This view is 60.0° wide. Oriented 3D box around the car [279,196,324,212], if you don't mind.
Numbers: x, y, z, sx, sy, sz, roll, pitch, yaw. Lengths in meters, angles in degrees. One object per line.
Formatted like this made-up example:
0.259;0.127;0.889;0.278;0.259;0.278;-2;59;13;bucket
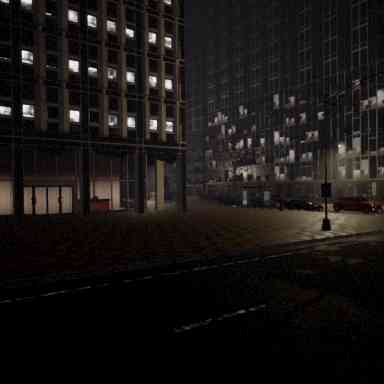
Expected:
12.138;1.423;36.220;1.947;1.339;4.313;0;1;-34;car

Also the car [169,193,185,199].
-3.357;0.935;73.838;1.802;1.307;4.206;0;1;-34;car

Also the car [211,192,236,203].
5.450;1.175;50.776;1.837;1.490;4.892;-1;1;-34;car

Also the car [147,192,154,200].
-10.267;1.039;69.097;2.008;1.369;4.403;0;1;-34;car

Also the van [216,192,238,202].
6.290;0.854;59.776;1.690;1.788;3.998;0;1;-34;van

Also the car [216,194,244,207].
5.768;1.319;45.637;1.947;1.339;4.313;0;1;-34;car

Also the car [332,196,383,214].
16.897;1.206;34.073;2.097;1.767;4.553;-1;1;-35;car

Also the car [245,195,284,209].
8.936;1.387;40.919;1.802;1.307;4.206;0;1;-34;car

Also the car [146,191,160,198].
-9.790;0.685;83.208;1.967;1.590;4.097;0;1;-34;car

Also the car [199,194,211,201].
3.075;1.043;64.465;1.802;1.307;4.206;0;1;-34;car

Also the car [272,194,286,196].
11.304;1.117;42.225;2.097;1.767;4.553;-1;1;-34;car

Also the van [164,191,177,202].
-3.835;0.936;59.722;1.690;1.788;3.998;0;1;-34;van
